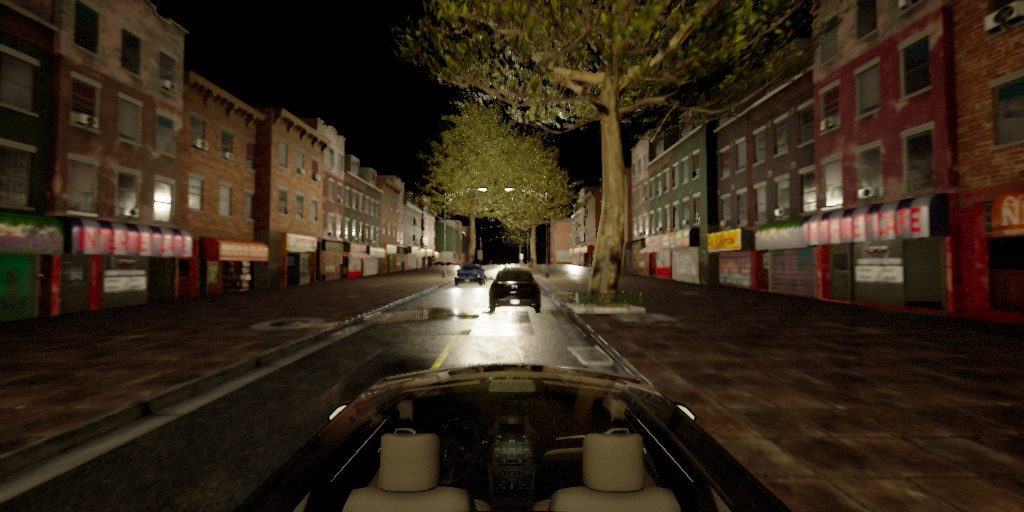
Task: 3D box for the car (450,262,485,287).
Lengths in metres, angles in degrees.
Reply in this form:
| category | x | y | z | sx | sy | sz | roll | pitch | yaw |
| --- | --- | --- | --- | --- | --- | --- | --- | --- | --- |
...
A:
| category | x | y | z | sx | sy | sz | roll | pitch | yaw |
| --- | --- | --- | --- | --- | --- | --- | --- | --- | --- |
| car | -2.818 | 1.291 | 25.005 | 1.812 | 1.442 | 4.674 | 0 | 0 | 0 |

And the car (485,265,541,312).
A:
| category | x | y | z | sx | sy | sz | roll | pitch | yaw |
| --- | --- | --- | --- | --- | --- | --- | --- | --- | --- |
| car | 0.096 | 1.262 | 14.224 | 1.837 | 1.490 | 4.892 | 0 | 0 | 0 |
